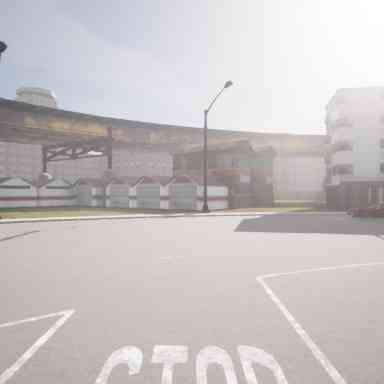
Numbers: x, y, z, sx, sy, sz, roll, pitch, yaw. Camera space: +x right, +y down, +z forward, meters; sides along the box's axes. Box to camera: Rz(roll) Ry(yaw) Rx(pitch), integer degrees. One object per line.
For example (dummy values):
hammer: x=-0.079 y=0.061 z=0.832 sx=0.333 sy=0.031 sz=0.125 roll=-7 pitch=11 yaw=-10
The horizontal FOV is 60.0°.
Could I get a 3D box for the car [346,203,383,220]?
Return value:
car: x=15.461 y=1.600 z=27.564 sx=4.718 sy=1.301 sz=1.895 roll=0 pitch=0 yaw=1
